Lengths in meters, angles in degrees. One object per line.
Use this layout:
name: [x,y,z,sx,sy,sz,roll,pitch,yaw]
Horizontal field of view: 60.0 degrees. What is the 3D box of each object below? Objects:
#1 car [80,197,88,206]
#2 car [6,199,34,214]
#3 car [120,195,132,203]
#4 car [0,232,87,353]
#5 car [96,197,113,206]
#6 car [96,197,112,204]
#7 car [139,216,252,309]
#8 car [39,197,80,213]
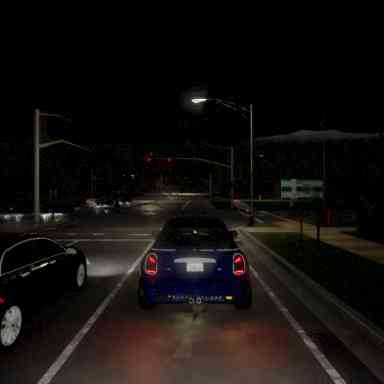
car: [-18.061,1.513,52.631,2.128,1.511,4.902,0,0,1]
car: [-18.321,1.506,36.294,2.128,1.511,4.902,0,0,1]
car: [-14.188,1.527,71.490,1.837,1.490,4.892,0,0,1]
car: [-3.443,1.507,6.115,1.837,1.490,4.892,0,0,0]
car: [-14.513,1.548,55.347,1.812,1.442,4.674,0,0,1]
car: [-17.750,1.622,67.463,1.895,1.301,4.718,0,0,1]
car: [0.067,1.355,8.020,2.097,1.767,4.553,0,0,0]
car: [-14.804,1.563,37.404,2.033,1.411,5.357,0,0,1]
